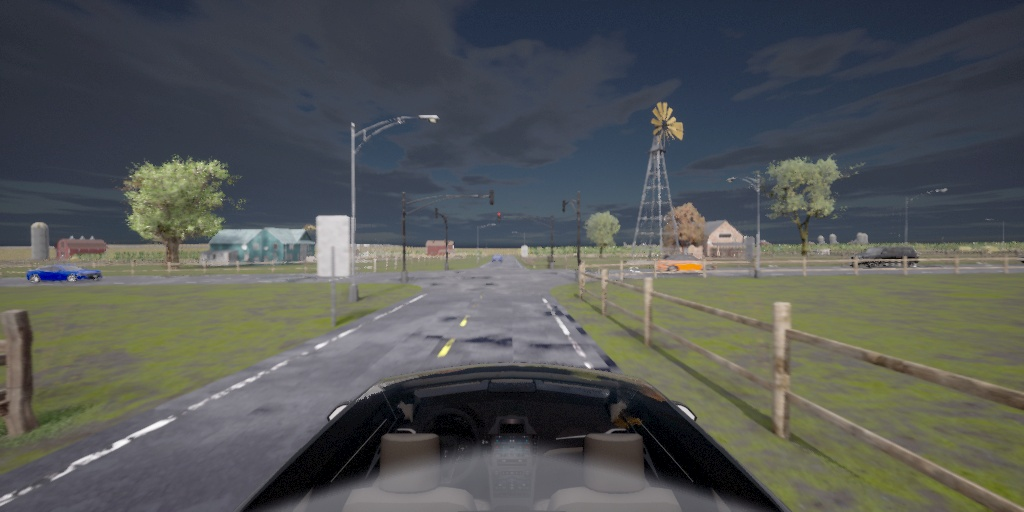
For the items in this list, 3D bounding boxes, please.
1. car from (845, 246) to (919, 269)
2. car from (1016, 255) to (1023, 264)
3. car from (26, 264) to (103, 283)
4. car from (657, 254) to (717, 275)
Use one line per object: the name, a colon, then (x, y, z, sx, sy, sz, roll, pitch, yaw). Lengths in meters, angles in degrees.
car: (35.410, 0.116, 34.371, 5.566, 2.045, 2.150, -1, 2, 0)
car: (52.016, 0.027, 34.336, 5.357, 1.411, 2.033, -1, 2, 0)
car: (-38.099, 1.480, 30.619, 5.008, 1.535, 1.882, -1, 2, 0)
car: (14.959, 0.618, 30.744, 4.553, 1.767, 2.097, -1, 2, 0)
